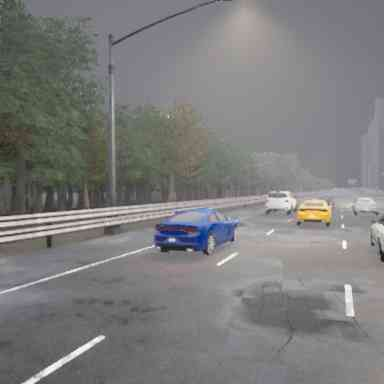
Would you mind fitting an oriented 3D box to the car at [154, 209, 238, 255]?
[{"bbox_3d":[0.362,1.393,13.072,1.882,1.535,5.008,0,0,24],"label":"car"}]

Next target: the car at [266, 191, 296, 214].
[{"bbox_3d":[8.440,0.965,31.226,2.150,2.045,5.566,0,0,24],"label":"car"}]

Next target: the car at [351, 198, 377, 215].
[{"bbox_3d":[15.481,1.231,29.857,1.812,1.442,4.674,0,0,24],"label":"car"}]

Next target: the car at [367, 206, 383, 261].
[{"bbox_3d":[7.204,1.402,11.232,1.812,1.442,4.674,0,0,24],"label":"car"}]

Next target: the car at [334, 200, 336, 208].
[{"bbox_3d":[15.628,1.201,38.761,2.033,1.411,5.357,0,0,24],"label":"car"}]

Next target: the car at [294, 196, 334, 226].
[{"bbox_3d":[8.157,1.281,21.978,1.882,1.535,5.008,0,0,24],"label":"car"}]
